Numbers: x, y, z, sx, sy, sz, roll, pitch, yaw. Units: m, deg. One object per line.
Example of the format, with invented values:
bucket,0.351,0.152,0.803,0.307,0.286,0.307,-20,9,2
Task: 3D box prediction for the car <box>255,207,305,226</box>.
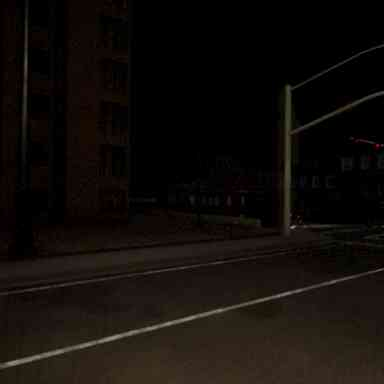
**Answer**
car,7.837,2.164,30.001,2.097,1.767,4.553,1,-5,-36
